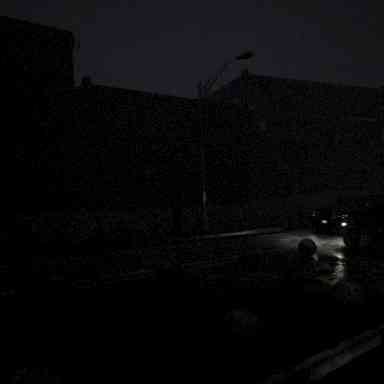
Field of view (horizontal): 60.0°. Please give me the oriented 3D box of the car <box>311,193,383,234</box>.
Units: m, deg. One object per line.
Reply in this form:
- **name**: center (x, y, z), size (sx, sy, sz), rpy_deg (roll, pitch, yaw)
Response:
- **car**: center (9.019, 1.094, 18.333), size (5.566, 2.045, 2.150), rpy_deg (-1, 1, -33)
